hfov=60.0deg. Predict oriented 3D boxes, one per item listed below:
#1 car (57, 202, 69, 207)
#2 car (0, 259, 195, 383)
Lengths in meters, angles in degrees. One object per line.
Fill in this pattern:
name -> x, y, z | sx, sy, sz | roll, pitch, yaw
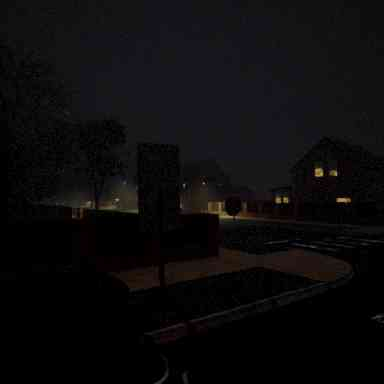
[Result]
car -> -33.669, 3.228, 87.169 | 1.895, 1.301, 4.718 | -1, -1, -31
car -> -2.105, 1.351, 1.475 | 4.553, 1.767, 2.097 | 0, 0, -35
